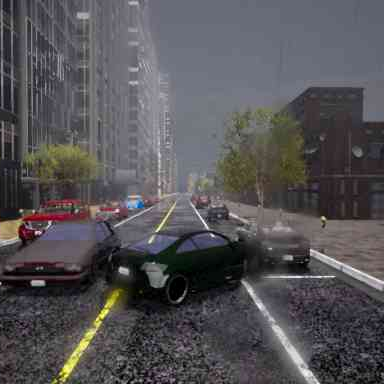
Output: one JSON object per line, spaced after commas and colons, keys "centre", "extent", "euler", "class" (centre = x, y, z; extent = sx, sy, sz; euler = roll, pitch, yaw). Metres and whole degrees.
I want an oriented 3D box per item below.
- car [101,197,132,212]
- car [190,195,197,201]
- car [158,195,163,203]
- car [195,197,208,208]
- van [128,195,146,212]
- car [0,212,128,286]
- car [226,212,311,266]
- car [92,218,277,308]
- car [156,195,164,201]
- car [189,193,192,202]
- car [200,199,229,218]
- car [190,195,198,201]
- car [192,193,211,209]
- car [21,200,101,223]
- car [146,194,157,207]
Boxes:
{"centre": [-6.401, 1.432, 26.843], "extent": [1.967, 1.590, 4.097], "euler": [-1, 0, -2], "class": "car"}
{"centre": [0.342, 1.551, 88.643], "extent": [1.802, 1.307, 4.206], "euler": [-1, 0, -2], "class": "car"}
{"centre": [-7.444, 1.522, 66.300], "extent": [1.887, 1.381, 4.507], "euler": [-1, 0, -2], "class": "car"}
{"centre": [1.373, 1.509, 50.086], "extent": [1.752, 1.417, 4.829], "euler": [-1, 0, -2], "class": "car"}
{"centre": [-6.707, 1.329, 38.636], "extent": [1.690, 1.788, 3.998], "euler": [-1, 0, -2], "class": "van"}
{"centre": [-3.328, 1.544, 9.706], "extent": [2.033, 1.411, 5.357], "euler": [0, 0, -2], "class": "car"}
{"centre": [2.543, 1.548, 11.192], "extent": [2.008, 1.369, 4.403], "euler": [-1, 0, -2], "class": "car"}
{"centre": [0.037, 1.557, 8.105], "extent": [1.994, 1.385, 4.181], "euler": [0, -1, 44], "class": "car"}
{"centre": [-7.884, 1.496, 82.729], "extent": [1.752, 1.417, 4.829], "euler": [-1, 0, -2], "class": "car"}
{"centre": [0.782, 1.290, 72.046], "extent": [2.192, 1.841, 5.009], "euler": [-1, 0, -2], "class": "car"}
{"centre": [2.001, 1.543, 27.051], "extent": [2.008, 1.369, 4.403], "euler": [-1, 0, -2], "class": "car"}
{"centre": [0.490, 1.537, 83.111], "extent": [1.947, 1.339, 4.313], "euler": [-1, 0, -2], "class": "car"}
{"centre": [1.522, 1.301, 44.383], "extent": [2.192, 1.841, 5.009], "euler": [-1, 0, -2], "class": "car"}
{"centre": [-6.197, 1.310, 15.775], "extent": [2.192, 1.841, 5.009], "euler": [-1, 0, -2], "class": "car"}
{"centre": [-7.003, 1.298, 49.701], "extent": [2.192, 1.841, 5.009], "euler": [-1, 0, -2], "class": "car"}
